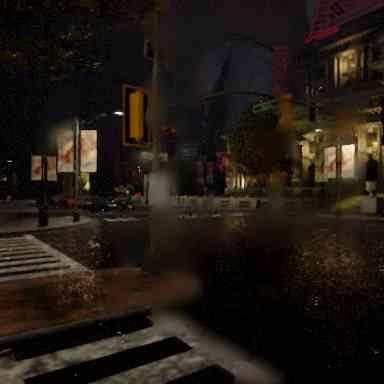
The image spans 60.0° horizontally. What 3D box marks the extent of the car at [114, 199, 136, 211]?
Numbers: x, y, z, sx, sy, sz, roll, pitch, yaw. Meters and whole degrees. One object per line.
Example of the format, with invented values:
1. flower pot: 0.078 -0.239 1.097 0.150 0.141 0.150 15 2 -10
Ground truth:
1. car: -8.708 1.577 41.408 2.128 1.511 4.902 0 0 -36

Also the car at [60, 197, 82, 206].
1. car: -20.746 1.608 57.121 1.812 1.442 4.674 0 0 -44

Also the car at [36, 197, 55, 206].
1. car: -24.102 1.541 55.332 5.008 1.535 1.882 0 0 42

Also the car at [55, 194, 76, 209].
1. car: -17.402 1.289 47.524 2.150 2.045 5.566 0 0 -37

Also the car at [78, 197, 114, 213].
1. car: -11.454 1.615 39.251 2.033 1.411 5.357 0 0 -35

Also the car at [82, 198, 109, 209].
1. car: -14.393 1.633 49.330 2.033 1.411 5.357 0 0 -36
